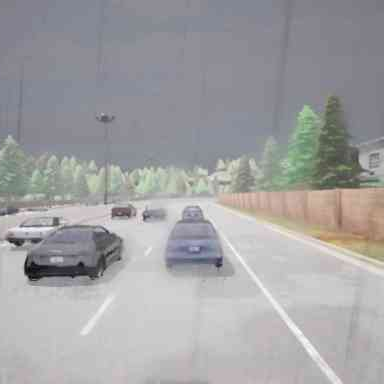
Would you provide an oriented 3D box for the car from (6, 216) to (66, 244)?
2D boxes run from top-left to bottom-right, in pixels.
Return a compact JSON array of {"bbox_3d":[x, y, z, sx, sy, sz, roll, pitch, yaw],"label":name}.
[{"bbox_3d":[-6.940,1.835,16.298,1.895,1.301,4.718,0,-1,0],"label":"car"}]

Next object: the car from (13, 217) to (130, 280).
[{"bbox_3d":[-3.437,1.708,10.453,1.994,1.385,4.181,0,-1,0],"label":"car"}]

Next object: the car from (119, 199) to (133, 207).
[{"bbox_3d":[-14.026,2.348,70.809,1.882,1.535,5.008,0,-1,0],"label":"car"}]

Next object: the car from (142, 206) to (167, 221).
[{"bbox_3d":[-3.438,1.974,31.344,1.895,1.301,4.718,0,-1,0],"label":"car"}]

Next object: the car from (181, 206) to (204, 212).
[{"bbox_3d":[0.058,1.858,28.074,2.033,1.411,5.357,0,-1,0],"label":"car"}]

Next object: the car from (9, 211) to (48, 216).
[{"bbox_3d":[-14.135,2.033,29.351,1.895,1.301,4.718,0,-1,0],"label":"car"}]

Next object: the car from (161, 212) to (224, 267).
[{"bbox_3d":[0.059,1.680,11.885,2.033,1.411,5.357,0,-1,0],"label":"car"}]

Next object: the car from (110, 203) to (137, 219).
[{"bbox_3d":[-6.937,1.910,34.309,1.882,1.535,5.008,0,-1,0],"label":"car"}]

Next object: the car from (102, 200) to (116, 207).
[{"bbox_3d":[-17.525,2.421,70.809,1.812,1.442,4.674,0,-1,0],"label":"car"}]
